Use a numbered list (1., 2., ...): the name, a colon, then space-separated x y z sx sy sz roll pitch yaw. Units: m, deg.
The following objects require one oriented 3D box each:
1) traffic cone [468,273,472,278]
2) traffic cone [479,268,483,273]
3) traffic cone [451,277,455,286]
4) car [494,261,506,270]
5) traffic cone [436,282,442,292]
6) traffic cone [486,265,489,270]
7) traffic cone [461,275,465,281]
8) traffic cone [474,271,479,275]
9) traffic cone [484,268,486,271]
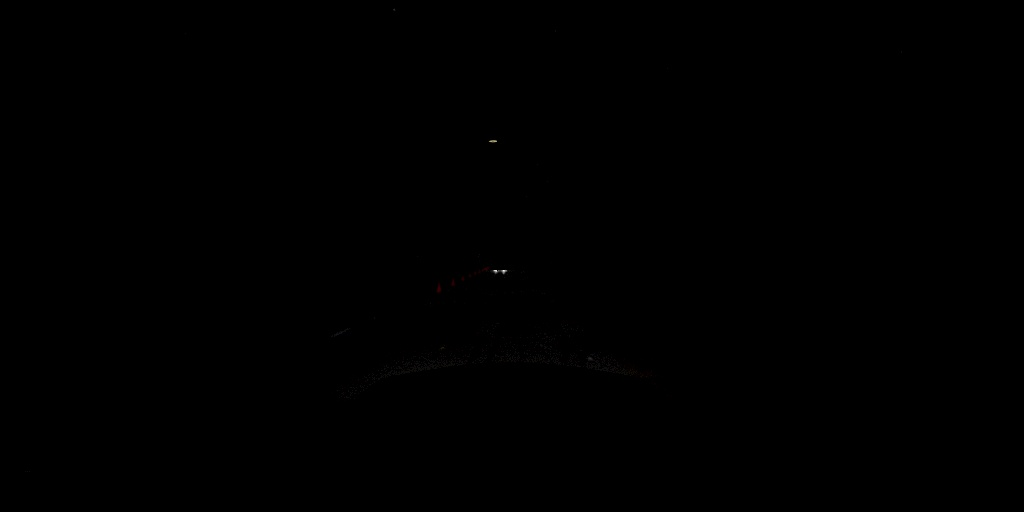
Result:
1. traffic cone: -4.175 1.858 35.571 0.340 0.580 0.340 0 0 0
2. traffic cone: -4.167 1.911 45.572 0.340 0.580 0.340 0 0 0
3. traffic cone: -4.182 1.804 25.571 0.340 0.580 0.340 0 0 0
4. car: -1.919 1.572 58.386 2.033 1.411 5.357 0 0 0
5. traffic cone: -4.185 1.778 20.572 0.340 0.580 0.340 0 0 0
6. traffic cone: -4.160 1.965 55.571 0.340 0.580 0.340 0 0 0
7. traffic cone: -4.178 1.831 30.572 0.340 0.580 0.340 0 0 0
8. traffic cone: -4.171 1.885 40.571 0.340 0.580 0.340 0 0 0
9. traffic cone: -4.163 1.938 50.572 0.340 0.580 0.340 0 0 0
